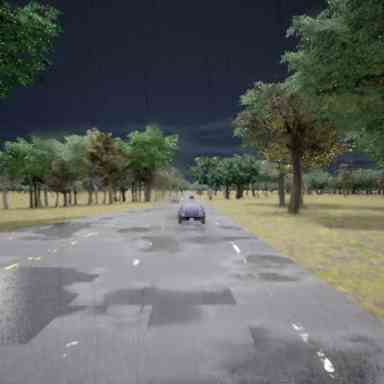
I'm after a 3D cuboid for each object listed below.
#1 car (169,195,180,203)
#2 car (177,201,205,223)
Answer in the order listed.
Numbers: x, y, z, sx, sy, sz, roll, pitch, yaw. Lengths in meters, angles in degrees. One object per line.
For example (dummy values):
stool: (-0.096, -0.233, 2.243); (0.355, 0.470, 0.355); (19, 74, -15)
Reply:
car: (-3.566, 1.369, 67.362); (2.097, 1.767, 4.553); (0, 0, 0)
car: (-0.025, 1.554, 24.718); (1.895, 1.301, 4.718); (0, 0, 0)
